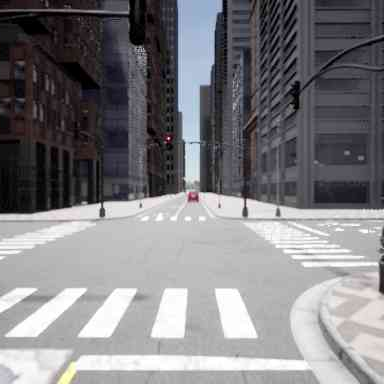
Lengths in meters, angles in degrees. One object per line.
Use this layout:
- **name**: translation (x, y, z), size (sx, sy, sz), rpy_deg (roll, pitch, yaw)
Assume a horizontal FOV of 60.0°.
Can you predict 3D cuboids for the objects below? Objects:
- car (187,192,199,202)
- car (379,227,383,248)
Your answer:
- **car**: translation (0.236, 0.920, 64.043), size (2.150, 2.045, 5.566), rpy_deg (0, 0, 0)
- **car**: translation (8.815, 1.452, 11.393), size (4.181, 1.385, 1.994), rpy_deg (0, 0, -2)
